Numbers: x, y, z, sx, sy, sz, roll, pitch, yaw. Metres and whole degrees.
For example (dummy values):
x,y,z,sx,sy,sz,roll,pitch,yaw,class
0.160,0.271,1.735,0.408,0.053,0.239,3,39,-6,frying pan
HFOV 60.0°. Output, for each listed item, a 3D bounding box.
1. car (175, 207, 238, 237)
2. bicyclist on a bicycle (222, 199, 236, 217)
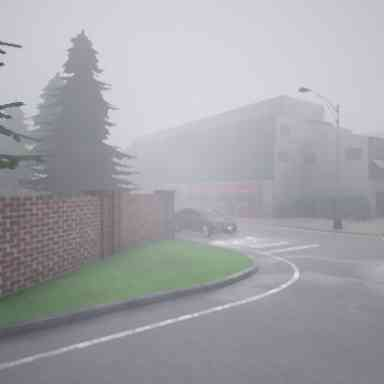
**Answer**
x,y,z,sx,sy,sz,roll,pitch,yaw,class
0.599,1.647,19.238,1.837,1.490,4.892,0,0,-35,car
3.205,1.420,28.651,1.656,1.620,0.582,-1,0,-35,bicyclist on a bicycle
